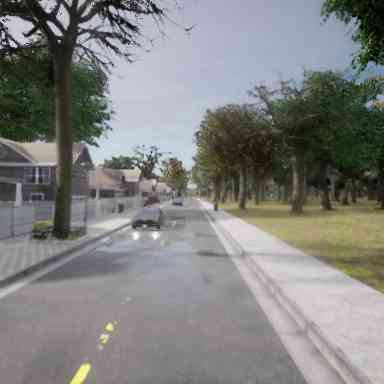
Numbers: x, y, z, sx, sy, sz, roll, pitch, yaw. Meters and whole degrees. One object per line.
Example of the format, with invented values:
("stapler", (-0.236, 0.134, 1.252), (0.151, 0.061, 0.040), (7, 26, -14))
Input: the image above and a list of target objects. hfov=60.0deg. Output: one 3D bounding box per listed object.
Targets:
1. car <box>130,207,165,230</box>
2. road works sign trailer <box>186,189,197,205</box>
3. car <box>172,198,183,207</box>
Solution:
("car", (-2.856, 1.704, 22.760), (2.033, 1.411, 5.357), (0, 0, 0))
("road works sign trailer", (-0.015, 0.988, 71.981), (2.380, 3.560, 2.880), (0, 0, 0))
("car", (-2.782, 1.933, 63.287), (1.882, 1.535, 5.008), (0, 0, 0))
